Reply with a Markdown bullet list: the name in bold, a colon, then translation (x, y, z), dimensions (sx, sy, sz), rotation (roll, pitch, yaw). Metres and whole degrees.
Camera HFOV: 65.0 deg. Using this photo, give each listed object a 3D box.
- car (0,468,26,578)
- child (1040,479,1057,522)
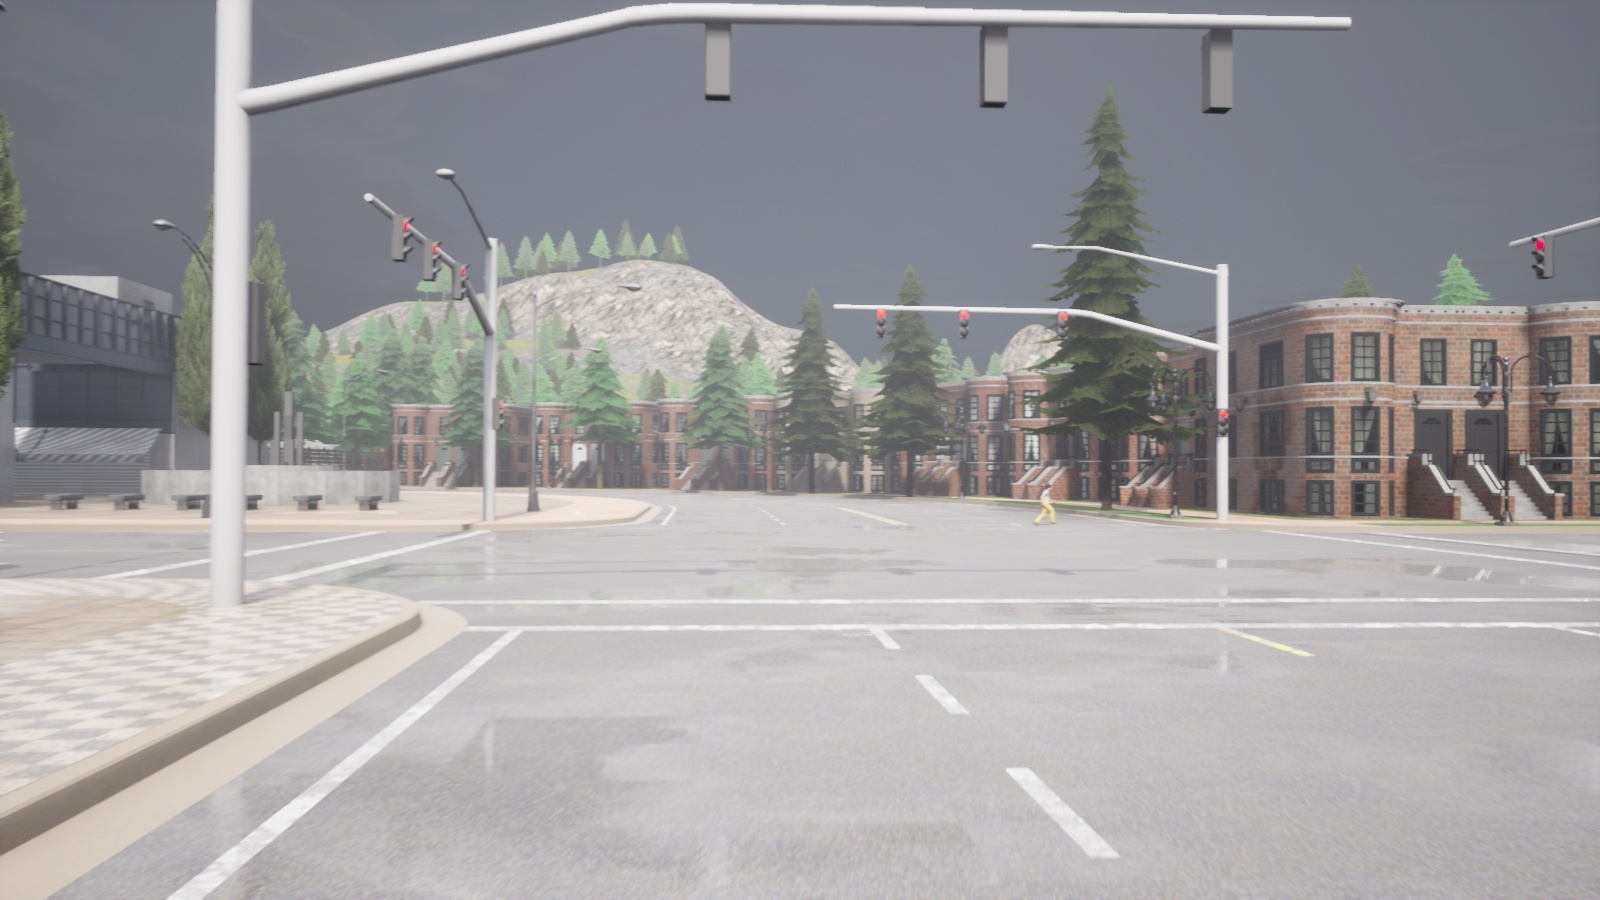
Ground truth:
- **car**: translation (-14.448, 1.102, 18.442), dimensions (4.856, 1.649, 2.033), rotation (0, -1, -4)
- **child**: translation (7.229, 1.472, 36.551), dimensions (0.437, 1.263, 0.270), rotation (0, -1, -2)
